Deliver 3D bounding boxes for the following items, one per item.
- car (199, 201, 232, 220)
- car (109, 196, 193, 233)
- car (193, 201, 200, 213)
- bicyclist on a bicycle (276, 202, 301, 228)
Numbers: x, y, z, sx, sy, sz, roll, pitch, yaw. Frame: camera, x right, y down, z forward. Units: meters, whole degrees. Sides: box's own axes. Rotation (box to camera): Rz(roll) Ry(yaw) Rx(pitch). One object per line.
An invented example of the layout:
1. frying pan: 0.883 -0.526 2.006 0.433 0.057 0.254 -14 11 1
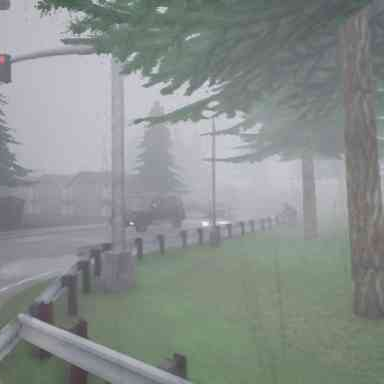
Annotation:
1. car: 2.390 1.609 29.775 1.837 1.490 4.892 0 0 16
2. car: -2.631 1.318 21.081 2.150 2.045 5.566 -1 0 36
3. car: 0.590 1.733 39.666 1.994 1.385 4.181 0 0 -43
4. bicyclist on a bicycle: 6.085 1.490 21.053 1.656 1.620 0.582 -2 0 36
